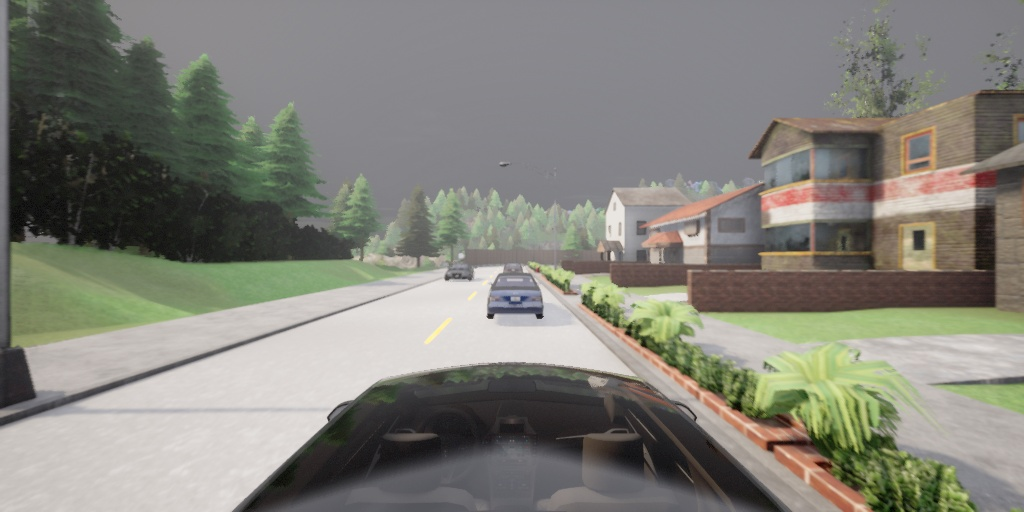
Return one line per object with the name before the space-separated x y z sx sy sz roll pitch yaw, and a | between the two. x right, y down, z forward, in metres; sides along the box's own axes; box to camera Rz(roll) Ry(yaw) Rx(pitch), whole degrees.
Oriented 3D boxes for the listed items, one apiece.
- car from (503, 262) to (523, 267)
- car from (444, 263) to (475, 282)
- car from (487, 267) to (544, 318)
car | 0.096 1.269 33.208 2.033 1.411 5.357 0 0 0
car | -4.083 1.290 28.605 1.994 1.385 4.181 0 0 0
car | 0.098 1.287 12.921 2.033 1.411 5.357 0 0 0
